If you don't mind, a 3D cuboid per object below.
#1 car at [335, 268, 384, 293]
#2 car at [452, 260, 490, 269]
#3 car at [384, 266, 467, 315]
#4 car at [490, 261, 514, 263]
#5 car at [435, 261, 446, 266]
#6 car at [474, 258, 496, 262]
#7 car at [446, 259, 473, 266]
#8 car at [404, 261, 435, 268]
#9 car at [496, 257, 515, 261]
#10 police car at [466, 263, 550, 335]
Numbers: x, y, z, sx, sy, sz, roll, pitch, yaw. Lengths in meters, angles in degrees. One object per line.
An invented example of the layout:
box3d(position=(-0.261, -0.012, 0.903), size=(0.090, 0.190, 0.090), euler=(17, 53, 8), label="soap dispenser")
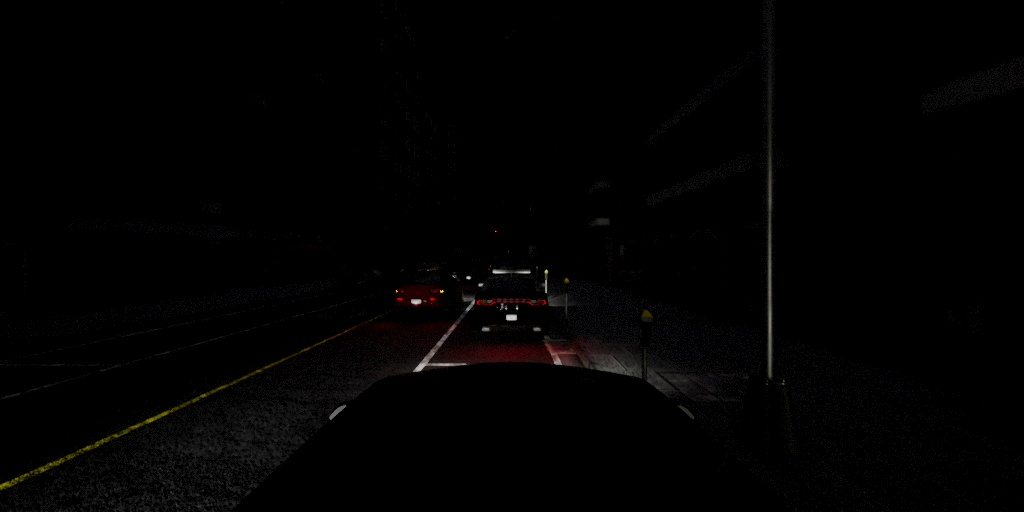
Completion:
box3d(position=(-8.408, 1.332, 20.388), size=(1.802, 1.307, 4.207), euler=(0, 0, 0), label="car")
box3d(position=(-2.939, 1.253, 26.721), size=(1.837, 1.490, 4.892), euler=(0, -1, 0), label="car")
box3d(position=(-3.014, 1.276, 13.542), size=(1.812, 1.442, 4.674), euler=(0, 0, 0), label="car")
box3d(position=(-0.383, 1.300, 25.913), size=(2.007, 1.370, 4.403), euler=(0, 0, 0), label="car")
box3d(position=(-8.408, 1.275, 36.773), size=(1.751, 1.417, 4.829), euler=(0, 0, 0), label="car")
box3d(position=(-2.941, 1.255, 41.274), size=(1.837, 1.490, 4.892), euler=(0, 0, 0), label="car")
box3d(position=(-5.835, 1.298, 38.778), size=(2.033, 1.411, 5.357), euler=(0, 0, 0), label="car")
box3d(position=(-8.408, 1.190, 31.425), size=(1.967, 1.591, 4.097), euler=(0, 0, 0), label="car")
box3d(position=(-0.383, 1.190, 36.951), size=(1.967, 1.591, 4.097), euler=(0, 0, 0), label="car")
box3d(position=(-0.012, 1.175, 10.610), size=(1.930, 1.638, 5.238), euler=(0, 0, 0), label="police car")
